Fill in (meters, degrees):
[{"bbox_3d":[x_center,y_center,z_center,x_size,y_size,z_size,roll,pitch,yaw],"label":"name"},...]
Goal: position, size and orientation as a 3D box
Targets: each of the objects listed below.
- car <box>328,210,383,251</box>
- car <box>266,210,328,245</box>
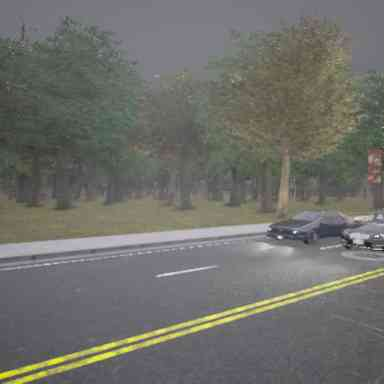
[{"bbox_3d":[7.866,1.501,13.171,4.902,1.511,2.128,0,0,-35],"label":"car"},{"bbox_3d":[5.931,1.554,15.782,5.357,1.411,2.033,0,0,-35],"label":"car"}]
